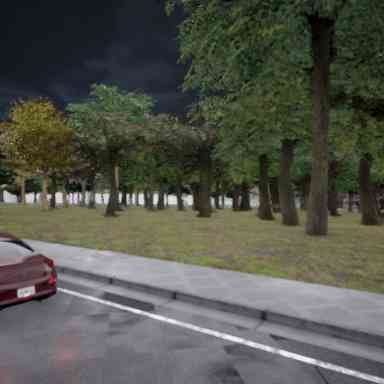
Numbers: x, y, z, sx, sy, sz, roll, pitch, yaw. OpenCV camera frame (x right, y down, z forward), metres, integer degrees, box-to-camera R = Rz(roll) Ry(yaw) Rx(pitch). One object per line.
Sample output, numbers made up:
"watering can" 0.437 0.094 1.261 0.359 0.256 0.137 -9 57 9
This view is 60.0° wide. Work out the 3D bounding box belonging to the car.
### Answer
"car" -4.724 1.549 7.050 4.674 1.442 1.812 0 0 35
